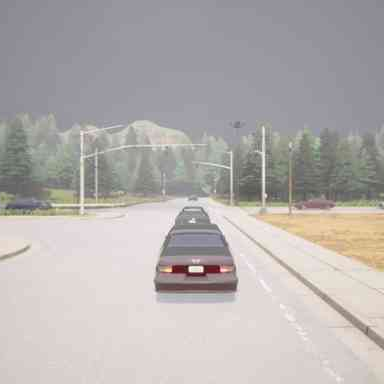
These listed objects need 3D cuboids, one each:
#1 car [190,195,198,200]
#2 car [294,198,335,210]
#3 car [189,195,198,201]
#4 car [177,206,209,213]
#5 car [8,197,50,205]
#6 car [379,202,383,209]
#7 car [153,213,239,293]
[{"bbox_3d":[0.622,1.408,91.817,1.994,1.385,4.181,0,0,2],"label":"car"},{"bbox_3d":[14.761,1.440,40.185,4.674,1.442,1.812,0,0,1],"label":"car"},{"bbox_3d":[0.221,1.470,80.651,1.895,1.301,4.718,0,0,2],"label":"car"},{"bbox_3d":[0.065,1.533,19.554,1.994,1.385,4.181,0,0,1],"label":"car"},{"bbox_3d":[-18.043,1.387,37.115,4.553,1.767,2.097,0,0,1],"label":"car"},{"bbox_3d":[25.040,1.404,39.990,4.674,1.442,1.812,0,0,1],"label":"car"},{"bbox_3d":[0.084,1.537,8.947,2.033,1.411,5.357,0,0,0],"label":"car"}]
